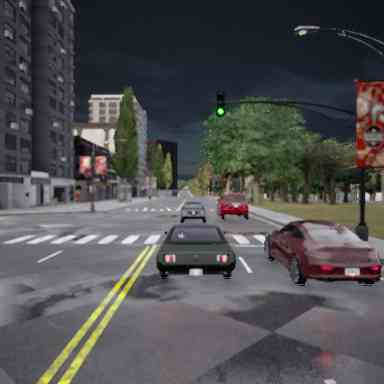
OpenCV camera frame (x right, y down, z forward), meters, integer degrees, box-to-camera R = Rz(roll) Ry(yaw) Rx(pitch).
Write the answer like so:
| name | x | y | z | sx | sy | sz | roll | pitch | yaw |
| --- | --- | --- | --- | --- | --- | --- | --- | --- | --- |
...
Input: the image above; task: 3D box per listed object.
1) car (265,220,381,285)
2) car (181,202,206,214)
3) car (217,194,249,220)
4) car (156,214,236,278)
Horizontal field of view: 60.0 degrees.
| name | x | y | z | sx | sy | sz | roll | pitch | yaw |
| --- | --- | --- | --- | --- | --- | --- | --- | --- | --- |
| car | 3.350 | 1.501 | 9.254 | 1.812 | 1.442 | 4.674 | 0 | 0 | 0 |
| car | 0.097 | 1.480 | 25.295 | 2.033 | 1.411 | 5.357 | 0 | 0 | 0 |
| car | 3.346 | 1.148 | 27.834 | 2.150 | 2.045 | 5.566 | 0 | 0 | 0 |
| car | 0.097 | 1.575 | 9.979 | 1.895 | 1.301 | 4.718 | 0 | 0 | 0 |
